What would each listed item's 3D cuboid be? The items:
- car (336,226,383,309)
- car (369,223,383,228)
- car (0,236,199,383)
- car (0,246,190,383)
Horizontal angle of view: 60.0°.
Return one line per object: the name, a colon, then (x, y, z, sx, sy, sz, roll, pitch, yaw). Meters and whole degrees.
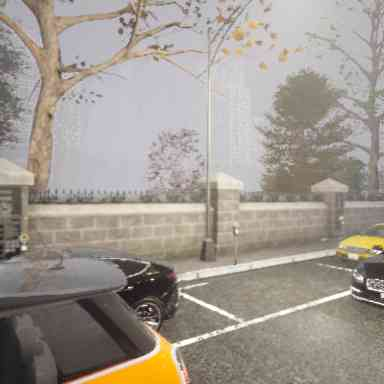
car: (5.367, 1.590, 7.197, 4.892, 1.490, 1.837, 1, 0, -35)
car: (6.829, 1.648, 11.417, 4.829, 1.417, 1.752, 1, 0, -35)
car: (-2.206, 1.577, 4.983, 4.313, 1.339, 1.947, 1, 0, -35)
car: (-2.195, 1.344, 1.815, 4.553, 1.767, 2.097, 1, 0, -35)
